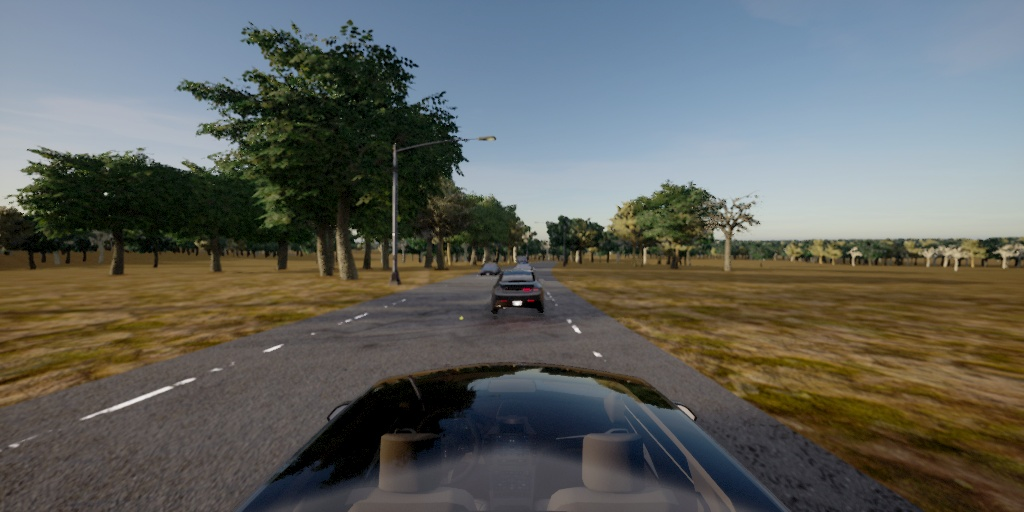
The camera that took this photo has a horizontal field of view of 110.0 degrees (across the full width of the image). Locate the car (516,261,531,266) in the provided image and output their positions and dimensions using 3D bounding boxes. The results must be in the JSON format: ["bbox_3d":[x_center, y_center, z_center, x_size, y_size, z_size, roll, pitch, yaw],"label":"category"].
[{"bbox_3d":[1.116,1.449,34.019,2.033,1.411,5.357,0,-1,4],"label":"car"}]

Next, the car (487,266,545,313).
[{"bbox_3d":[0.240,1.321,14.305,1.837,1.490,4.892,-1,0,1],"label":"car"}]

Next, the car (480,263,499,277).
[{"bbox_3d":[-2.267,1.507,39.183,2.033,1.411,5.357,0,0,4],"label":"car"}]
